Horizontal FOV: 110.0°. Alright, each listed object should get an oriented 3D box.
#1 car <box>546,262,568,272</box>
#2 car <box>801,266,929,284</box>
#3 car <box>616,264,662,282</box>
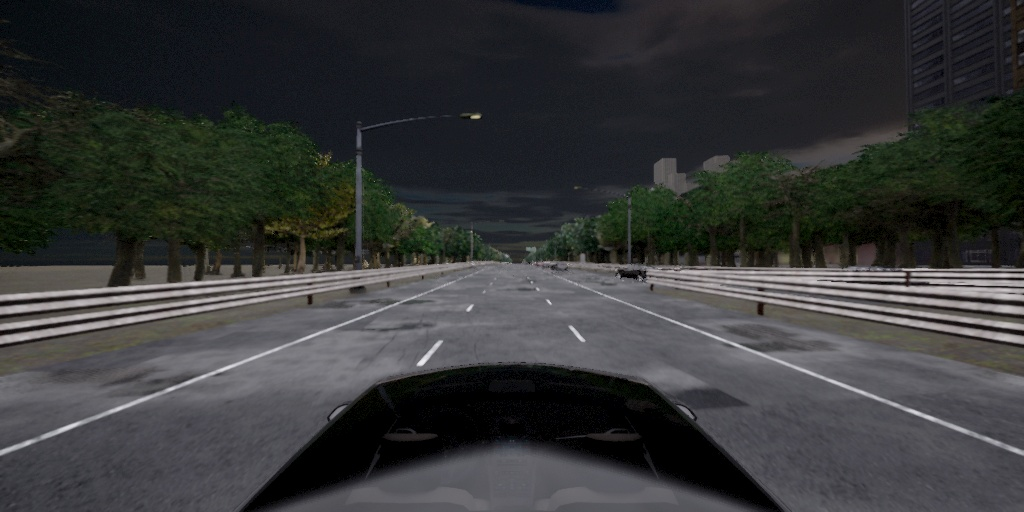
[{"bbox_3d":[7.373,1.699,56.278,2.128,1.511,4.902,0,0,-6],"label":"car"},{"bbox_3d":[18.100,1.287,18.767,2.128,1.511,4.902,0,-2,-28],"label":"car"},{"bbox_3d":[11.893,1.533,33.918,1.882,1.535,5.008,0,0,-20],"label":"car"}]
